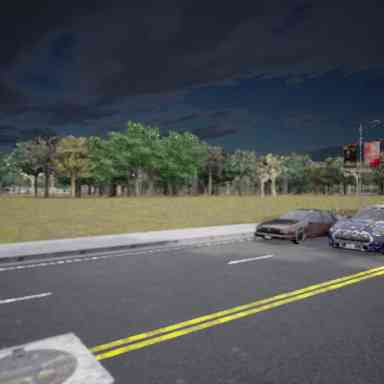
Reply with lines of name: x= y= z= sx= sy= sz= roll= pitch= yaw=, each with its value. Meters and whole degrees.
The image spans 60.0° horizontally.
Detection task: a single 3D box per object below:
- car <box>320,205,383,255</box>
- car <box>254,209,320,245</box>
car: x=7.361 y=1.299 z=12.936 sx=4.553 sy=1.767 sz=2.097 roll=0 pitch=0 yaw=-36
car: x=5.343 y=1.495 z=15.488 sx=5.357 sy=1.411 sz=2.033 roll=0 pitch=0 yaw=-35
